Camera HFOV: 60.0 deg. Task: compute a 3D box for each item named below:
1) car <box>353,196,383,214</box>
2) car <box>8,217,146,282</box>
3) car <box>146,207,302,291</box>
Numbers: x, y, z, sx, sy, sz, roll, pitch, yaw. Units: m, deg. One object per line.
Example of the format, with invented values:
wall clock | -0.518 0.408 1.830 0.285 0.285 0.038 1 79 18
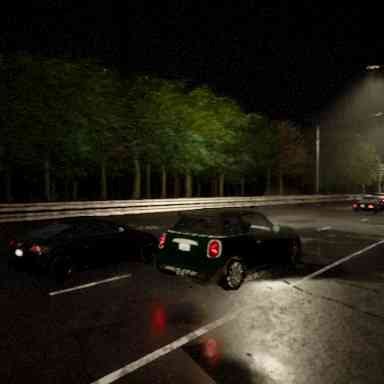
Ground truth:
car | 16.581 1.243 30.650 2.033 1.411 5.357 1 1 45
car | -2.855 1.426 9.545 1.994 1.385 4.181 1 1 41
car | 1.236 1.243 9.071 2.097 1.767 4.553 1 1 41
